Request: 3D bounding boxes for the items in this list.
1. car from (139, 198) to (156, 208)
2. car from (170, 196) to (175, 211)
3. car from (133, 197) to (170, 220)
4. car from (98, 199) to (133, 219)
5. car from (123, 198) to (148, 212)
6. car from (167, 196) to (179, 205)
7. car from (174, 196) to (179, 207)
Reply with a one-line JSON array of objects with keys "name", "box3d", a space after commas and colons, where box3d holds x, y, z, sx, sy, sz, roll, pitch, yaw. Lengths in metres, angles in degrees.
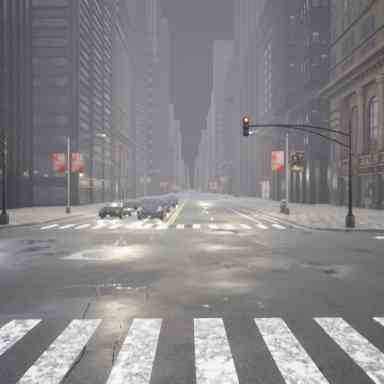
[{"name": "car", "box3d": [-6.565, 1.565, 49.509, 1.895, 1.301, 4.718, 0, 0, 0]}, {"name": "car", "box3d": [-3.320, 1.524, 37.540, 2.033, 1.411, 5.357, 0, 0, 0]}, {"name": "car", "box3d": [-3.326, 1.337, 28.066, 2.097, 1.767, 4.553, 0, 0, 0]}, {"name": "car", "box3d": [-6.551, 1.531, 29.324, 2.033, 1.411, 5.357, 0, 0, 4]}, {"name": "car", "box3d": [-6.567, 1.522, 39.423, 2.033, 1.411, 5.357, 0, 0, 0]}, {"name": "car", "box3d": [-3.273, 1.455, 57.813, 1.837, 1.490, 4.892, 0, 0, 0]}, {"name": "car", "box3d": [-3.319, 1.530, 47.439, 1.994, 1.385, 4.181, 0, 0, 0]}]
